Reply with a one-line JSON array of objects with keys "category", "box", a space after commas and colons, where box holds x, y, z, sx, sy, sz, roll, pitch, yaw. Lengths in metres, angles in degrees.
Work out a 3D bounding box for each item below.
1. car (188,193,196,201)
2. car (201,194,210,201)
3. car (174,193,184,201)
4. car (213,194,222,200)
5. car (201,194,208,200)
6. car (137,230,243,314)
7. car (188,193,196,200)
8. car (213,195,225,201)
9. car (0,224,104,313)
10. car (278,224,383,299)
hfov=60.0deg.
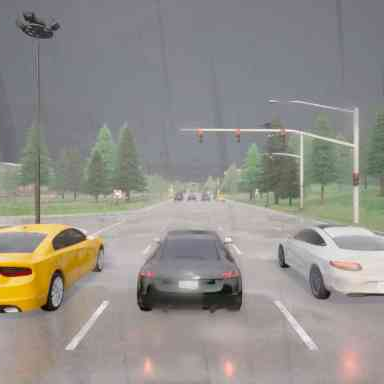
[{"category": "car", "box": [0.005, 1.347, 82.078, 2.097, 1.767, 4.553, 0, 0, 0]}, {"category": "car", "box": [3.505, 1.545, 82.108, 1.994, 1.385, 4.181, 0, 0, 0]}, {"category": "car", "box": [-3.495, 1.587, 82.138, 1.895, 1.301, 4.718, 0, 0, 0]}, {"category": "car", "box": [7.006, 1.385, 92.111, 1.994, 1.385, 4.181, 0, 0, 0]}, {"category": "car", "box": [3.506, 1.332, 92.111, 1.837, 1.490, 4.892, 0, 0, 0]}, {"category": "car", "box": [0.002, 1.564, 7.732, 1.994, 1.385, 4.181, 0, 0, 2]}, {"category": "car", "box": [0.006, 1.187, 92.081, 2.097, 1.767, 4.553, 0, 0, 0]}, {"category": "car", "box": [7.005, 1.469, 81.691, 1.882, 1.535, 5.008, 0, 0, 0]}, {"category": "car", "box": [-3.487, 1.478, 7.761, 1.882, 1.535, 5.008, 0, 0, 0]}, {"category": "car", "box": [3.519, 1.526, 8.305, 1.812, 1.442, 4.674, 0, 0, 1]}]
